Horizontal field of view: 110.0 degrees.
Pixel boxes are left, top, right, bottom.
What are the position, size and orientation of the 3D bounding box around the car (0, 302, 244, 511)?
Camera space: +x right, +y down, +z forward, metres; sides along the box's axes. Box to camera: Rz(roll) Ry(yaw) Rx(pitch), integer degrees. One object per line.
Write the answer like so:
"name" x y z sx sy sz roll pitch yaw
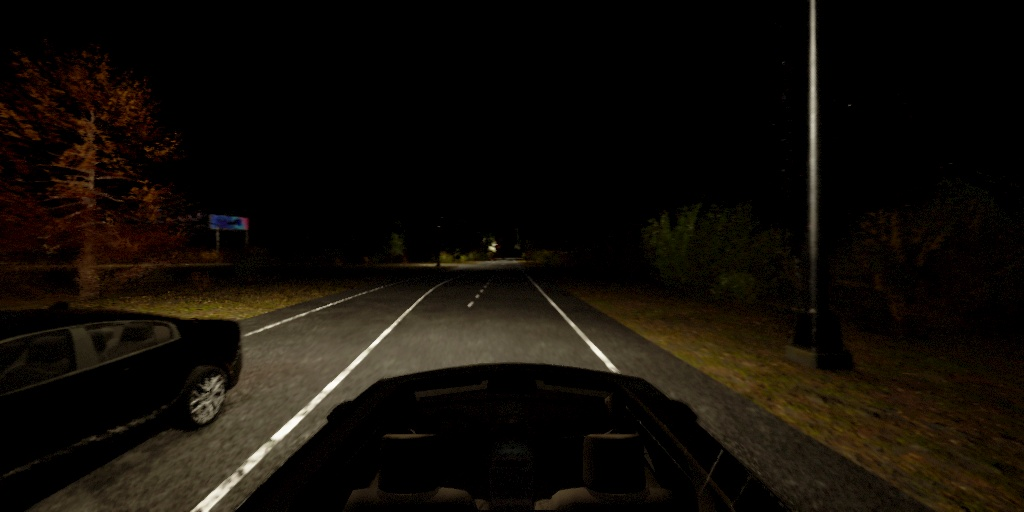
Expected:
"car" -4.334 1.224 2.682 1.882 1.535 5.008 0 0 -6
